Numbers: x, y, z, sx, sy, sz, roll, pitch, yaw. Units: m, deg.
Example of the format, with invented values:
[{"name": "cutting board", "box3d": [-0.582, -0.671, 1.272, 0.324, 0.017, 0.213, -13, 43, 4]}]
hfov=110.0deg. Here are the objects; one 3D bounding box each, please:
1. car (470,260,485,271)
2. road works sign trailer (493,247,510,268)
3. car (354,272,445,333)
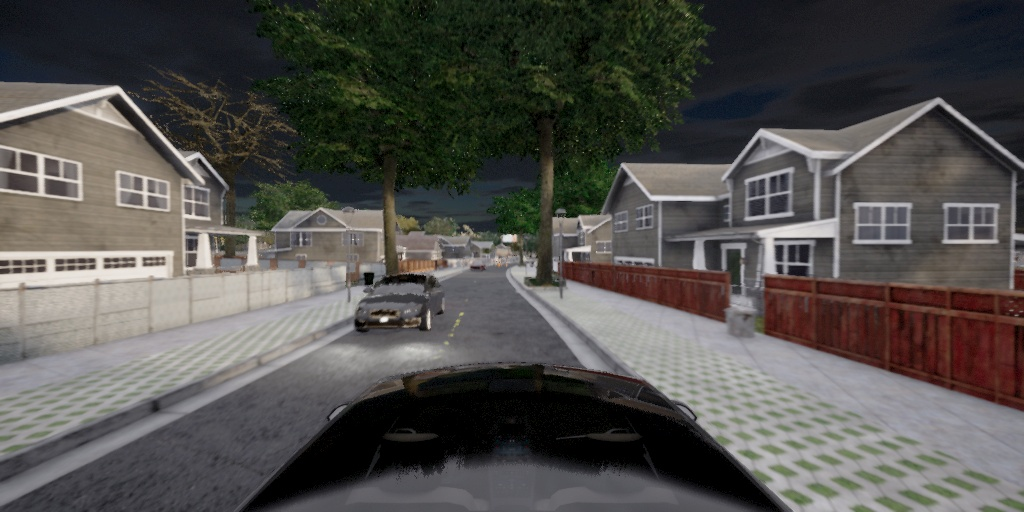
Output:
[{"name": "car", "box3d": [-4.944, 1.384, 52.159, 1.882, 1.535, 5.008, 0, 0, 1]}, {"name": "road works sign trailer", "box3d": [-1.872, 0.297, 64.578, 2.380, 3.560, 2.880, 0, 0, 3]}, {"name": "car", "box3d": [-3.207, 1.288, 11.052, 1.837, 1.490, 4.892, 0, 0, -3]}]
